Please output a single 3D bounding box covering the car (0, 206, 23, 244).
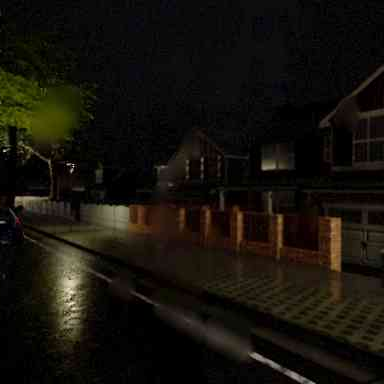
[{"bbox_3d":[-9.464,1.427,15.609,2.097,1.767,4.553,0,0,-37],"label":"car"}]
